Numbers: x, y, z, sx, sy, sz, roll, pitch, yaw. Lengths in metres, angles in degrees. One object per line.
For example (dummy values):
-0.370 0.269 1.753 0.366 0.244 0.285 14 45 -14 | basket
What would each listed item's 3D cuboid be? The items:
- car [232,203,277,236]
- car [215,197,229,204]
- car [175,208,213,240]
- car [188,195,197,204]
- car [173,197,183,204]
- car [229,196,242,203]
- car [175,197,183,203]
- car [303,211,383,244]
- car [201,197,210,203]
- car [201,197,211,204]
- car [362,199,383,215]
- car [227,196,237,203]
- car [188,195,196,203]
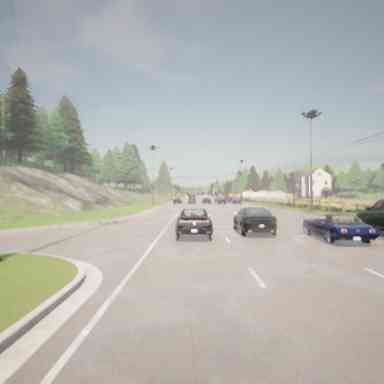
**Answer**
3.607 1.631 19.658 1.882 1.535 5.008 0 0 0 | car
7.026 2.098 78.292 1.837 1.490 4.892 0 0 0 | car
0.106 1.633 18.091 2.128 1.511 4.902 0 0 0 | car
0.026 2.123 78.294 2.128 1.511 4.902 0 0 0 | car
-3.474 2.099 78.325 1.837 1.490 4.892 0 0 0 | car
10.526 2.075 78.291 1.882 1.535 5.008 0 0 0 | car
-3.471 1.998 88.746 1.882 1.535 5.008 0 0 0 | car
7.106 1.730 16.517 1.895 1.301 4.718 0 0 0 | car
3.529 2.045 88.714 2.128 1.511 4.902 0 0 0 | car
3.526 2.098 78.293 1.837 1.490 4.892 0 0 0 | car
10.606 1.355 17.185 2.150 2.045 5.566 0 0 0 | car
10.529 1.875 88.683 2.097 1.767 4.553 0 0 0 | car
0.029 1.745 88.747 2.150 2.045 5.566 0 0 0 | car
